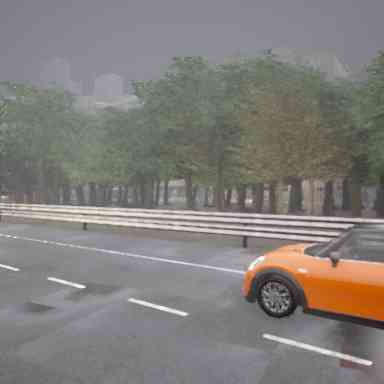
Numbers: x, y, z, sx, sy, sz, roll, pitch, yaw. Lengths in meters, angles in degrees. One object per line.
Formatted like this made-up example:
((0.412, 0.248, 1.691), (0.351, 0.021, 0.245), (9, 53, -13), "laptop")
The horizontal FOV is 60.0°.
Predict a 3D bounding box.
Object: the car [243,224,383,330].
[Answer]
((3.207, 1.352, 5.880), (4.553, 1.767, 2.097), (0, 0, 36), "car")
